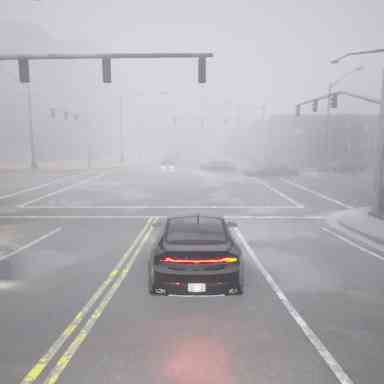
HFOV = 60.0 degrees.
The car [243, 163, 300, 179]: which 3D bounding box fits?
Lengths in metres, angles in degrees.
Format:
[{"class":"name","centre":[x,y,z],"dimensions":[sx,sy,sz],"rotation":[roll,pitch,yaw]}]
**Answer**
[{"class":"car","centre":[7.781,-2.119,32.652],"dimensions":[5.357,1.411,2.033],"rotation":[-1,9,-5]}]

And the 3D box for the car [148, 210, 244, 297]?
[{"class":"car","centre":[0.075,1.200,8.020],"dimensions":[1.837,1.490,4.892],"rotation":[0,4,0]}]

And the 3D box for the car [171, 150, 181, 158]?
[{"class":"car","centre":[-3.470,-8.093,70.992],"dimensions":[1.882,1.535,5.008],"rotation":[0,9,0]}]

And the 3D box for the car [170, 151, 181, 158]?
[{"class":"car","centre":[-3.542,-6.653,60.814],"dimensions":[2.097,1.767,4.553],"rotation":[0,9,0]}]

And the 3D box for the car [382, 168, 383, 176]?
[{"class":"car","centre":[21.311,-2.148,32.830],"dimensions":[5.357,1.411,2.033],"rotation":[0,9,0]}]

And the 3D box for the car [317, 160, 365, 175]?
[{"class":"car","centre":[16.233,-2.724,36.300],"dimensions":[4.892,1.490,1.837],"rotation":[0,9,0]}]

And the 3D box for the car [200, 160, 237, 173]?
[{"class":"car","centre":[3.083,-2.967,38.267],"dimensions":[4.181,1.385,1.994],"rotation":[4,10,26]}]

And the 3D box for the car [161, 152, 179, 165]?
[{"class":"car","centre":[-3.575,-4.895,50.684],"dimensions":[2.033,1.411,5.357],"rotation":[0,9,0]}]
